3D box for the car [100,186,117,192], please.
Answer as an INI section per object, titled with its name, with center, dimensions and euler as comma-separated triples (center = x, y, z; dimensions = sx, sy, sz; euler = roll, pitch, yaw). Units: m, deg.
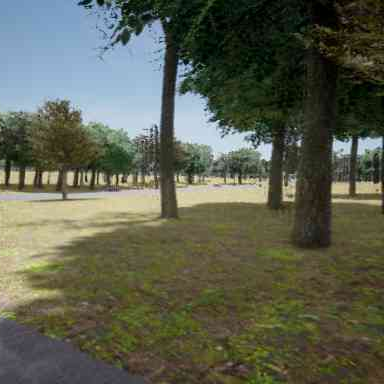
[car]
center = -22.063, -0.729, 88.220
dimensions = 1.837, 1.490, 4.892
euler = 4, 4, 35
